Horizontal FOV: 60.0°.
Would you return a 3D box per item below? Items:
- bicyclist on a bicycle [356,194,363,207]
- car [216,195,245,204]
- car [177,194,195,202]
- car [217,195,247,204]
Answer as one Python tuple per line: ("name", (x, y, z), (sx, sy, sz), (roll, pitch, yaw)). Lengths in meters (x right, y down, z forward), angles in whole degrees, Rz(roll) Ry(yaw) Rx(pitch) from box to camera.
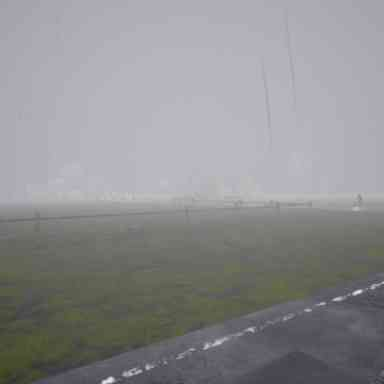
("bicyclist on a bicycle", (21.363, 1.060, 42.446), (1.656, 1.620, 0.582), (-1, 0, -35))
("car", (6.598, 1.249, 58.113), (2.033, 1.411, 5.357), (-1, 0, -35))
("car", (-1.291, 1.253, 69.329), (2.128, 1.511, 4.902), (-1, 0, -35))
("car", (6.626, 1.322, 53.101), (1.895, 1.301, 4.718), (-1, 0, -35))
